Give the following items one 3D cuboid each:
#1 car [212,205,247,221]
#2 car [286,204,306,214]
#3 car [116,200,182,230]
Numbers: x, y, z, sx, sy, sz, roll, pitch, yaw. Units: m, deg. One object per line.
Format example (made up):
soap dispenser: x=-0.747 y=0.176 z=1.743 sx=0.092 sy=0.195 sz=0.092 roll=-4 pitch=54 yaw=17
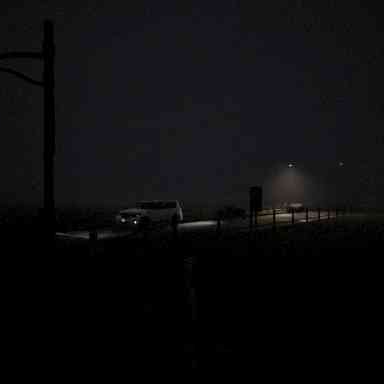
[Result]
car: x=3.870 y=2.102 z=34.015 sx=2.128 sy=1.511 sz=4.902 roll=0 pitch=-1 yaw=36
car: x=15.645 y=2.493 z=50.011 sx=2.128 sy=1.511 sz=4.902 roll=0 pitch=-1 yaw=37
car: x=-3.000 y=1.607 z=24.616 sx=2.150 sy=2.045 sz=5.566 roll=0 pitch=-1 yaw=36
